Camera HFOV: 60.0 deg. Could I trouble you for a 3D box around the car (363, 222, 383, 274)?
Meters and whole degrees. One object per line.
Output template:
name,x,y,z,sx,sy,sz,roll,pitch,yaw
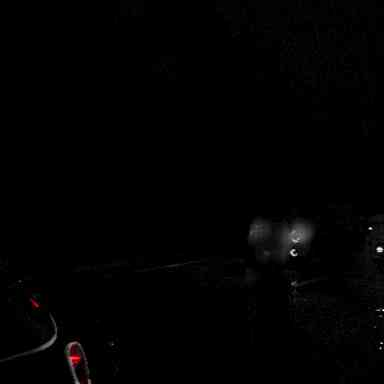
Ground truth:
car,6.764,1.446,8.810,4.718,1.301,1.895,-2,1,-35

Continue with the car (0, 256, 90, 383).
car,-2.954,1.357,1.881,4.553,1.767,2.097,0,0,-35

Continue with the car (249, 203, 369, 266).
car,4.052,1.215,11.175,4.553,1.767,2.097,-2,1,-35
